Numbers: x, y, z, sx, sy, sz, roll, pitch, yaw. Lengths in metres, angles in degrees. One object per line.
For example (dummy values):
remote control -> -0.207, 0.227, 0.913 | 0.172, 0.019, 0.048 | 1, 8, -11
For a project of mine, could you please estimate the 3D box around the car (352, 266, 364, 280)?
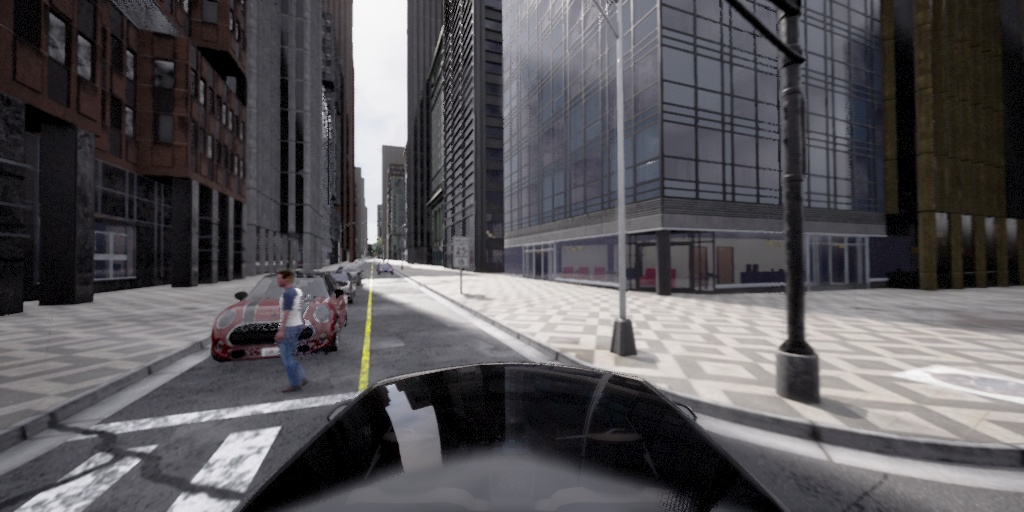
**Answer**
car -> -12.403, 1.481, 27.245 | 2.128, 1.511, 4.902 | 0, 0, -21

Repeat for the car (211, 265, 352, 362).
car -> -5.210, 1.178, 8.654 | 2.097, 1.767, 4.553 | 0, 0, -21

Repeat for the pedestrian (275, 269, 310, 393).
pedestrian -> -3.304, 1.087, 5.362 | 0.375, 1.860, 0.375 | 0, -1, -21

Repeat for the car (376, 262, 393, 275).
car -> -16.048, 1.653, 45.512 | 2.033, 1.411, 5.357 | 0, 0, -20

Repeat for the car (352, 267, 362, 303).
car -> -8.657, 1.454, 17.554 | 2.033, 1.411, 5.357 | 0, 0, -21
